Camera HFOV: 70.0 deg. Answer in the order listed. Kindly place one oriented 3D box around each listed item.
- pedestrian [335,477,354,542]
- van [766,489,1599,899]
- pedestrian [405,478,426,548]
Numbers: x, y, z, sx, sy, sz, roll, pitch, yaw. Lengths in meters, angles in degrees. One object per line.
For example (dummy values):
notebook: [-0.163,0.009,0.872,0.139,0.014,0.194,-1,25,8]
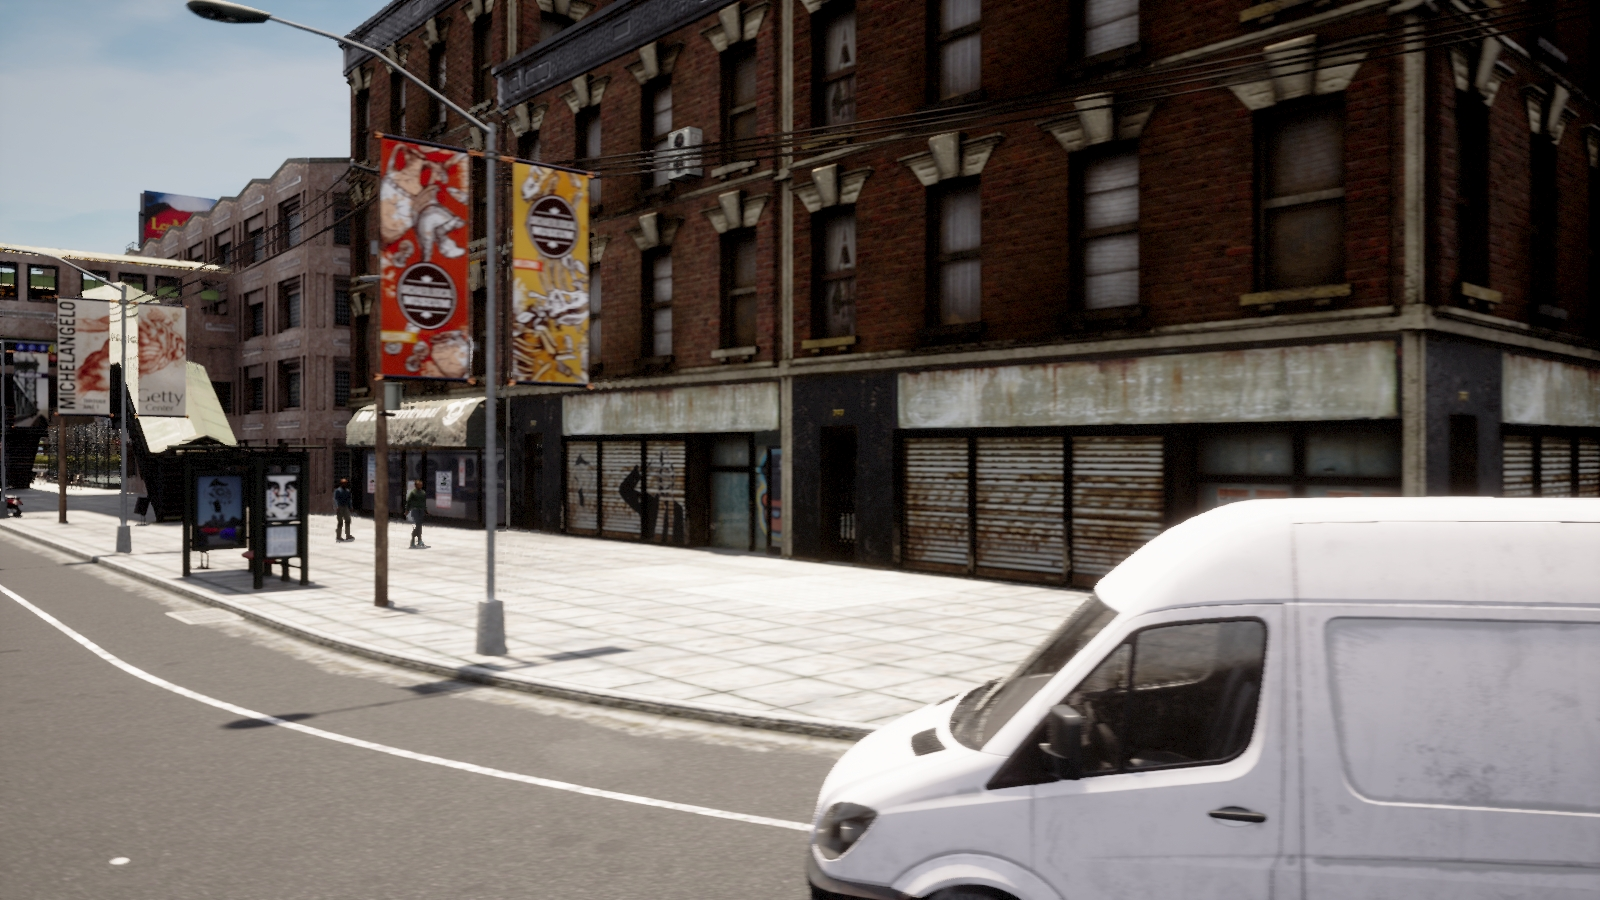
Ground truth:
pedestrian: [-13.170,1.706,33.027,0.375,1.860,0.375,0,0,35]
van: [2.946,1.537,5.781,5.915,2.561,1.988,0,0,15]
pedestrian: [-10.380,1.706,30.858,0.375,1.860,0.375,0,0,37]
